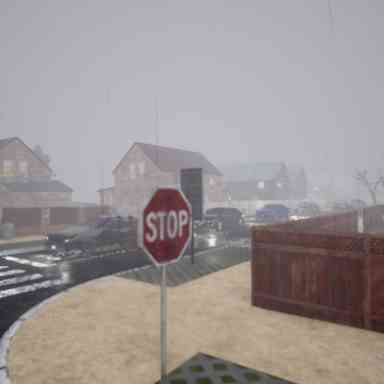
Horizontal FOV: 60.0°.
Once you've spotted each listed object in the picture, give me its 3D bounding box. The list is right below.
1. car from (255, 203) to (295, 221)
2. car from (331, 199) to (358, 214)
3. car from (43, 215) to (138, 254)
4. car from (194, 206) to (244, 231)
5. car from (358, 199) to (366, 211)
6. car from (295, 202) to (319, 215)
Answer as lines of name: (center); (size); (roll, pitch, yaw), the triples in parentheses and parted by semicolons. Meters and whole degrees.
car: (7.501, 1.816, 30.781); (1.882, 1.535, 5.008); (-1, -1, 35)
car: (18.903, 1.910, 41.768); (2.128, 1.511, 4.902); (-1, -1, 35)
car: (-3.763, 1.768, 14.999); (2.033, 1.411, 5.357); (-1, -1, 37)
car: (1.909, 1.782, 22.917); (1.837, 1.490, 4.892); (-1, -1, 35)
car: (24.945, 1.846, 50.231); (2.097, 1.767, 4.553); (-1, -1, 32)
car: (13.563, 1.901, 39.270); (2.128, 1.511, 4.902); (-1, -1, 35)
